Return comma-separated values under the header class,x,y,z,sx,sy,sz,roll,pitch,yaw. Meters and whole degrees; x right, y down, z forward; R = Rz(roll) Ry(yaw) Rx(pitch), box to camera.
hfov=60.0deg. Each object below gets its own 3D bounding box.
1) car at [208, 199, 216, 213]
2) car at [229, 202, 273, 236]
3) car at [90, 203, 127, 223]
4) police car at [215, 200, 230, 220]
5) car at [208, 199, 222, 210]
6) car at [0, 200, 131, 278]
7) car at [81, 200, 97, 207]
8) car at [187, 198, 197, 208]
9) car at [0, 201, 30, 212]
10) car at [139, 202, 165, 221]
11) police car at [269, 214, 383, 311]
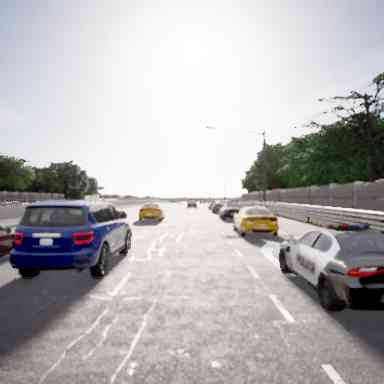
class,x,y,z,sx,sy,sz,roll,pitch,yaw
car,3.503,1.811,41.012,2.163,1.488,4.792,0,-1,0
car,3.499,1.557,18.969,1.882,1.535,5.008,0,0,0
car,-6.898,1.710,27.934,1.994,1.385,4.181,0,-1,0
police car,3.502,1.672,29.969,2.038,1.542,4.974,0,-1,0
car,3.504,1.957,52.185,1.801,1.575,5.366,0,-1,0
car,-3.399,1.264,10.445,2.150,2.045,5.566,0,0,0
car,-20.994,2.355,67.773,1.812,1.442,4.674,0,-1,0
car,-0.004,2.302,61.589,1.895,1.301,4.718,0,-1,0
car,-24.562,1.953,46.157,1.994,1.385,4.181,0,-1,0
car,-3.397,1.633,28.830,1.882,1.535,5.008,0,-1,0
police car,3.500,1.539,7.934,2.038,1.542,4.974,0,0,0
